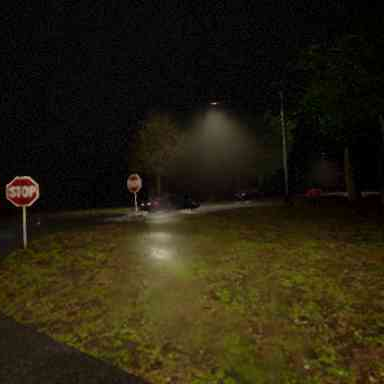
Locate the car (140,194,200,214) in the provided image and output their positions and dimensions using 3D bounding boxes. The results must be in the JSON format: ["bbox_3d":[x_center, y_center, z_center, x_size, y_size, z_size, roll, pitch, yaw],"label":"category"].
[{"bbox_3d":[-1.547,0.835,25.066,2.033,1.411,5.357,-4,-1,35],"label":"car"}]

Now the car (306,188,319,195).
[{"bbox_3d":[30.469,-0.214,83.828,1.882,1.535,5.008,-4,-1,34],"label":"car"}]

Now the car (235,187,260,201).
[{"bbox_3d":[8.875,0.349,52.469,2.150,2.045,5.566,-4,-1,35],"label":"car"}]

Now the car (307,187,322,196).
[{"bbox_3d":[23.455,-0.201,63.238,2.097,1.767,4.553,-4,-1,28],"label":"car"}]
